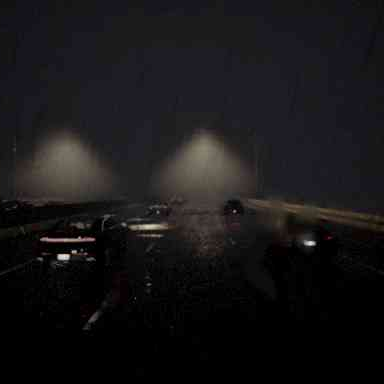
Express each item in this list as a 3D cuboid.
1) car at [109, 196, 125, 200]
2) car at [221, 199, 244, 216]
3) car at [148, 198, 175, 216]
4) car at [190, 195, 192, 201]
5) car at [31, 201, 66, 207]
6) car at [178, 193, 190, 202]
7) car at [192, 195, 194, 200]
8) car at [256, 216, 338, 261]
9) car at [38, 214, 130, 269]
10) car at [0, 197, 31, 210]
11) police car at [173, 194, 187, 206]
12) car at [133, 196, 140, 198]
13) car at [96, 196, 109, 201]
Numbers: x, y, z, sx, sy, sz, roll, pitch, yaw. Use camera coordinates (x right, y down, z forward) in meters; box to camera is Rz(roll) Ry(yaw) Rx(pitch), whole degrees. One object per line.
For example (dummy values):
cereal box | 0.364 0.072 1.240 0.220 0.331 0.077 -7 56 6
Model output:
car | -15.948 1.516 72.742 1.812 1.442 4.674 0 0 2
car | 3.936 1.498 32.821 1.837 1.490 4.892 0 0 1
car | -3.068 1.591 32.797 1.895 1.301 4.718 0 0 1
car | -1.641 1.516 79.411 1.801 1.575 5.366 0 0 3
car | -13.753 1.550 33.202 1.994 1.385 4.181 0 0 1
car | -2.121 1.257 68.294 2.150 2.045 5.566 0 0 2
car | -1.107 1.612 90.176 1.812 1.442 4.674 0 0 3
car | 3.657 1.557 12.275 1.994 1.385 4.181 0 0 0
car | -3.351 1.484 11.142 2.128 1.511 4.902 0 0 0
car | -17.271 1.489 32.384 1.837 1.490 4.892 0 0 1
police car | -2.526 1.523 57.303 2.038 1.542 4.974 0 0 2
car | -12.358 1.535 74.787 1.994 1.385 4.181 0 0 2
car | -19.445 1.542 72.898 1.994 1.385 4.181 0 0 2
